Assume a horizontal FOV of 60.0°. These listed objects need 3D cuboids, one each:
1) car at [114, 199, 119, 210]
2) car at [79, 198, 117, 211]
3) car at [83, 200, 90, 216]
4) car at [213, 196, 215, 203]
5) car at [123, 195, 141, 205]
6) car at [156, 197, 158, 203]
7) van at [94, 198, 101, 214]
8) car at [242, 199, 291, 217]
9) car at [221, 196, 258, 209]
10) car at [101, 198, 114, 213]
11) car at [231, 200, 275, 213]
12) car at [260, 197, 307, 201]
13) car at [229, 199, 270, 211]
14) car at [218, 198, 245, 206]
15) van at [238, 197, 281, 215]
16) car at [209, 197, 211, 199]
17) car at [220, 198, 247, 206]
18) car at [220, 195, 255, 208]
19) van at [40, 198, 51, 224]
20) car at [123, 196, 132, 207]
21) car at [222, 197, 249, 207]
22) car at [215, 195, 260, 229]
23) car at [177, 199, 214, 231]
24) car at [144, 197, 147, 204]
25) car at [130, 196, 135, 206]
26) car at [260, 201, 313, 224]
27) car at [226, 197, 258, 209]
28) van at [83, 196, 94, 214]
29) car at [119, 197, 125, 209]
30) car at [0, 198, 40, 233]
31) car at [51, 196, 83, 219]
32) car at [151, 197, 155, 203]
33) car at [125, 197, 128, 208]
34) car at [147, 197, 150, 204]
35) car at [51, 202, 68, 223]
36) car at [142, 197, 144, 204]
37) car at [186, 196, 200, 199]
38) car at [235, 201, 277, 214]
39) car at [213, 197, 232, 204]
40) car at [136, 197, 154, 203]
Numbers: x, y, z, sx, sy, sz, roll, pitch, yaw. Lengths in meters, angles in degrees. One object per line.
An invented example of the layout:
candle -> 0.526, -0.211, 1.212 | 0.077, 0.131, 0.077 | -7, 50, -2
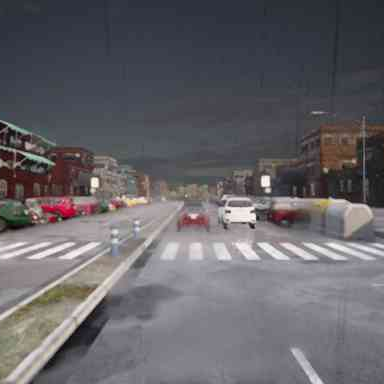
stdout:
car -> -12.665, 1.820, 43.081 | 5.366, 1.575, 1.946 | 0, 0, 0
car -> -12.876, 1.705, 45.738 | 4.553, 1.767, 2.185 | 0, 0, 0
car -> -12.876, 1.770, 31.962 | 4.892, 1.521, 2.231 | 0, 0, 0
car -> 7.626, 1.674, 67.717 | 5.566, 2.045, 2.435 | 0, -1, 0
car -> -12.994, 1.872, 62.536 | 5.366, 1.575, 1.946 | 0, 0, 0
car -> -12.715, 2.417, 92.957 | 4.792, 1.488, 2.163 | 0, -1, 0
van -> -12.981, 1.573, 37.399 | 4.442, 1.987, 1.878 | 0, 0, 0
car -> 7.679, 1.658, 34.629 | 4.553, 1.767, 2.185 | 0, 0, 0
car -> 7.623, 1.605, 53.936 | 5.566, 2.045, 2.435 | 0, 0, 0
car -> -12.826, 1.560, 40.298 | 5.566, 2.045, 2.435 | 0, 0, 0
car -> 7.834, 1.820, 42.902 | 5.366, 1.575, 1.946 | 0, 0, 0
car -> 7.619, 1.516, 31.871 | 5.566, 2.045, 2.435 | 0, 0, 0
car -> 7.835, 1.830, 45.661 | 5.366, 1.575, 1.946 | 0, 0, 0
car -> 7.648, 1.899, 64.957 | 5.008, 1.535, 2.097 | 0, -1, 0
van -> 7.531, 1.573, 37.387 | 4.442, 1.987, 1.878 | 0, 0, 0
car -> 7.687, 2.287, 87.000 | 4.792, 1.488, 2.163 | 0, -1, 0
car -> 7.682, 1.914, 62.205 | 4.792, 1.488, 2.163 | 0, 0, 0
car -> 7.680, 1.612, 56.693 | 5.566, 2.045, 2.435 | 0, 0, 0
van -> -12.805, 1.483, 23.503 | 4.442, 1.987, 1.878 | 0, -1, 0
car -> -12.833, 1.851, 54.075 | 4.892, 1.521, 2.231 | 0, 0, 0
car -> 7.684, 1.745, 59.448 | 4.553, 1.767, 2.185 | 0, 0, 0
car -> 3.105, 1.452, 23.880 | 2.150, 2.045, 5.566 | 0, 0, 0
car -> 0.102, 1.569, 22.384 | 2.097, 1.767, 4.553 | 0, -1, 0
car -> -12.977, 1.945, 70.738 | 5.366, 1.575, 1.946 | 0, -1, 0
car -> -12.826, 1.856, 56.979 | 5.008, 1.535, 2.097 | 0, 0, 0
car -> 7.617, 1.779, 29.112 | 4.792, 1.488, 2.163 | 0, 0, 0
car -> 7.620, 1.723, 51.178 | 4.553, 1.767, 2.185 | 0, 0, 0
van -> -12.991, 1.560, 34.746 | 4.442, 1.987, 1.878 | 0, 0, 0
car -> -12.833, 1.838, 48.516 | 5.008, 1.535, 2.097 | 0, 0, 0
car -> -12.965, 1.434, 20.727 | 5.566, 2.045, 2.435 | 0, 0, 0
car -> -12.924, 1.499, 29.063 | 5.566, 2.045, 2.435 | 0, 0, 0
car -> -12.768, 2.207, 84.746 | 4.892, 1.521, 2.231 | 0, -1, 0
car -> -12.862, 1.874, 51.296 | 4.792, 1.488, 2.163 | 0, 0, 0
car -> -12.757, 1.735, 73.519 | 5.566, 2.045, 2.435 | 0, -1, 0
car -> -12.880, 1.761, 26.408 | 4.792, 1.488, 2.163 | 0, 0, 0
car -> -12.795, 1.955, 67.963 | 4.674, 1.452, 2.002 | 0, -1, 0
car -> 0.109, 1.557, 40.951 | 2.150, 2.045, 5.566 | 0, 0, 0
car -> 7.646, 1.852, 40.145 | 4.674, 1.452, 2.002 | 0, 0, 0
car -> 7.689, 2.074, 84.246 | 4.553, 1.767, 2.185 | 0, -1, 0
car -> -12.723, 2.200, 90.189 | 4.553, 1.767, 2.185 | 0, -1, 0
